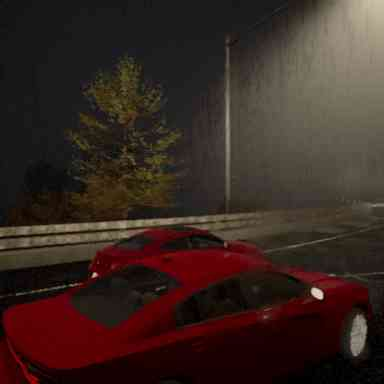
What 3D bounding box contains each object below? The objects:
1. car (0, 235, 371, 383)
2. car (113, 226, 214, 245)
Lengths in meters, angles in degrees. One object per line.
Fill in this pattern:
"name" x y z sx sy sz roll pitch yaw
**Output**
"car" 0.381 1.506 4.236 5.008 1.535 1.882 0 0 -37
"car" -0.158 1.581 8.250 4.674 1.442 1.812 0 0 -39
